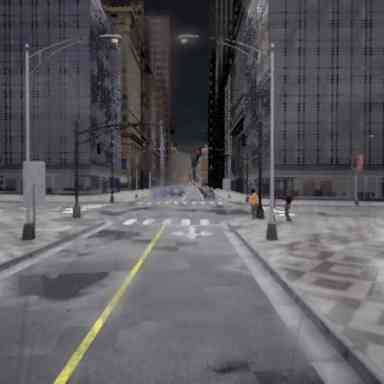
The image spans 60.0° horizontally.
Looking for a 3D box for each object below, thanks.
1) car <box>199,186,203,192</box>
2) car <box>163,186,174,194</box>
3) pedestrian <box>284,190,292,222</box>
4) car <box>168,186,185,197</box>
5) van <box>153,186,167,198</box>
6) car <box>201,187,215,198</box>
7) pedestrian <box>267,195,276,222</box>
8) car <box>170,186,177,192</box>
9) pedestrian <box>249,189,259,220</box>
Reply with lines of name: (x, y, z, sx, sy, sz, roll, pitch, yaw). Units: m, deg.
car: (3.014, -0.086, 72.915, 1.802, 1.307, 4.206, 0, 1, 0)
car: (-5.471, -0.490, 78.612, 2.192, 1.841, 5.009, 0, 1, 0)
pedestrian: (5.547, 0.759, 19.090, 0.375, 1.860, 0.375, 0, 1, 0)
car: (-2.787, 0.122, 59.829, 1.882, 1.535, 5.008, 0, 1, 1)
van: (-5.625, 0.075, 56.024, 1.690, 1.788, 3.998, 0, 1, 0)
car: (2.900, 0.301, 55.972, 1.947, 1.339, 4.313, 0, 1, 0)
pedestrian: (4.485, 0.744, 18.489, 0.375, 1.860, 0.375, 0, 1, 0)
car: (-5.356, -0.878, 95.448, 1.690, 1.788, 3.998, 0, 1, 0)
pedestrian: (3.638, 0.707, 19.689, 0.375, 1.860, 0.375, 0, 1, 0)
